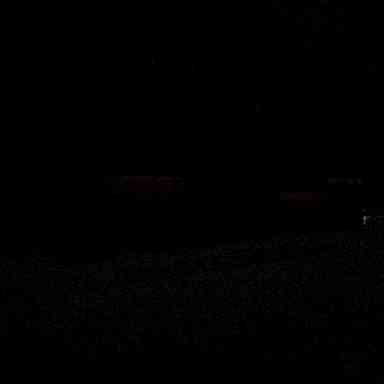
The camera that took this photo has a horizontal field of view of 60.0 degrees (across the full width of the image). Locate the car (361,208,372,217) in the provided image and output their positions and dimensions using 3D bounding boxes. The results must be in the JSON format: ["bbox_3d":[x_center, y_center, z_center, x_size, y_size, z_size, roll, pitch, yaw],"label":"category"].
[{"bbox_3d":[18.233,2.115,38.519,1.812,1.442,4.674,-1,-1,-36],"label":"car"}]
